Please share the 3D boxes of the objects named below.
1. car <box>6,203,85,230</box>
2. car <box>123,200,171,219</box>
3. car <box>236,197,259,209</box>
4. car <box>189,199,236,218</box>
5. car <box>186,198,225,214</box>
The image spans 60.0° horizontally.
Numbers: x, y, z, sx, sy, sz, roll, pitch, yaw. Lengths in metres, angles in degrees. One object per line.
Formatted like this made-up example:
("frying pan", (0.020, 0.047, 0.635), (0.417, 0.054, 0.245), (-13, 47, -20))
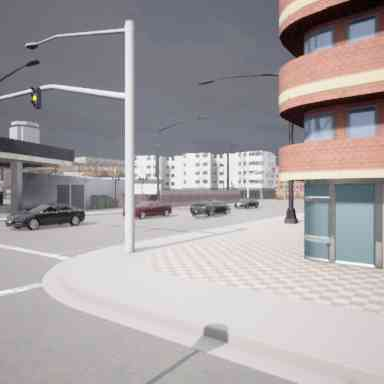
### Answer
("car", (-9.163, 1.501, 21.211), (1.837, 1.490, 4.892), (0, 0, 34))
("car", (-3.838, 1.473, 28.991), (1.882, 1.535, 5.008), (0, 0, 34))
("car", (7.490, 1.487, 45.364), (2.128, 1.511, 4.902), (0, 0, 35))
("car", (1.763, 1.488, 30.594), (2.128, 1.511, 4.902), (0, 0, 35))
("car", (1.581, 1.487, 36.838), (2.128, 1.511, 4.902), (0, 0, 35))
